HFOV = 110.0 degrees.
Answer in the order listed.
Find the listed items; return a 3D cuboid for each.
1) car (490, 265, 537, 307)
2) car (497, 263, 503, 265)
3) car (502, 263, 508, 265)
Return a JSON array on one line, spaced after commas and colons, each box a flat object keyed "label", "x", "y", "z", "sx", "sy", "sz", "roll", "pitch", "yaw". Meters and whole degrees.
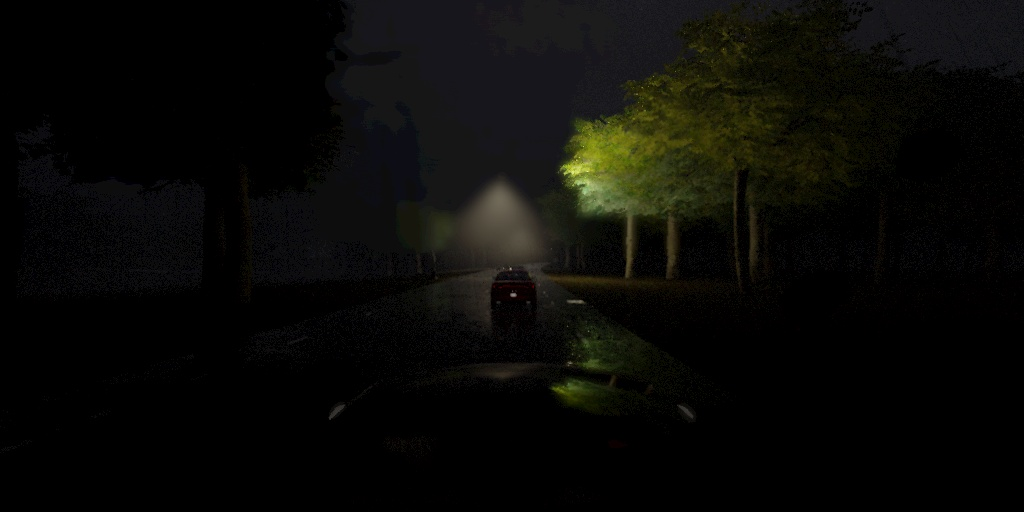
[{"label": "car", "x": 0.102, "y": 1.364, "z": 16.278, "sx": 1.882, "sy": 1.535, "sz": 5.008, "roll": 0, "pitch": 0, "yaw": 1}, {"label": "car", "x": -1.604, "y": 1.851, "z": 62.039, "sx": 1.812, "sy": 1.442, "sz": 4.674, "roll": 0, "pitch": -1, "yaw": 4}, {"label": "car", "x": 0.425, "y": 1.571, "z": 30.755, "sx": 2.033, "sy": 1.411, "sz": 5.357, "roll": 0, "pitch": -1, "yaw": 2}]
